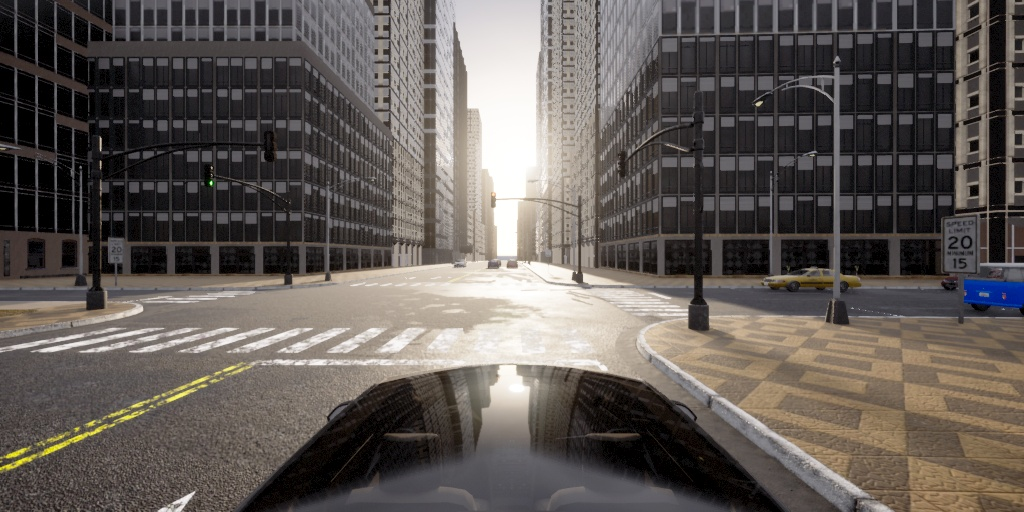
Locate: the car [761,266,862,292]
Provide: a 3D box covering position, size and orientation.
[{"bbox_3d":[17.099,1.293,20.646,4.829,1.417,1.751,0,0,2],"label":"car"}]

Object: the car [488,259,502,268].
[{"bbox_3d":[-3.211,1.336,62.826,1.882,1.535,5.008,0,0,0],"label":"car"}]

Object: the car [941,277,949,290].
[{"bbox_3d":[26.933,1.356,20.155,4.207,1.307,1.802,0,0,2],"label":"car"}]

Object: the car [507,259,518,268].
[{"bbox_3d":[0.039,1.425,63.657,1.994,1.385,4.181,0,0,0],"label":"car"}]

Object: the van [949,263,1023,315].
[{"bbox_3d":[18.365,1.119,12.474,3.998,1.789,1.690,0,0,2],"label":"van"}]
